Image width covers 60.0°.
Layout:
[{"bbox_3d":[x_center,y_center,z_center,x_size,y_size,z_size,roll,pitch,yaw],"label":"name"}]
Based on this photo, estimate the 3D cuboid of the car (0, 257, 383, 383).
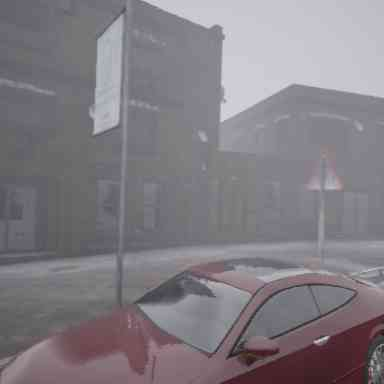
[{"bbox_3d":[0.480,1.532,3.615,4.674,1.442,1.812,0,0,-34],"label":"car"}]
